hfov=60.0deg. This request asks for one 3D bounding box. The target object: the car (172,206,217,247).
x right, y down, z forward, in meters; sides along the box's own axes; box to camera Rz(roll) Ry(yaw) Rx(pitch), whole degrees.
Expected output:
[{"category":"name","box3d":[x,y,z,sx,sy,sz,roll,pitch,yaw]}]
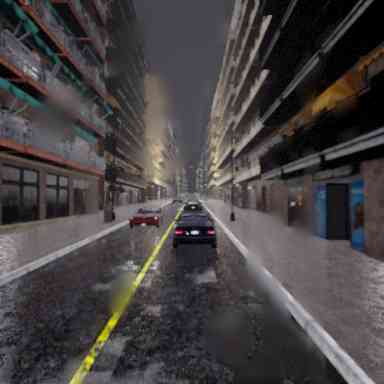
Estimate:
[{"category":"car","box3d":[0.106,1.557,14.917,2.033,1.411,5.357,0,0,0]}]

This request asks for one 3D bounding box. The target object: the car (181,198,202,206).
[{"category":"car","box3d":[0.115,1.568,36.180,1.994,1.385,4.181,0,0,0]}]

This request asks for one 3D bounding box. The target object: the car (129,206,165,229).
[{"category":"car","box3d":[-2.839,1.610,21.718,1.895,1.301,4.718,0,0,0]}]

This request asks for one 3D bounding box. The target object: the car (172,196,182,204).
[{"category":"car","box3d":[-2.743,1.452,63.329,1.882,1.535,5.008,0,0,0]}]
